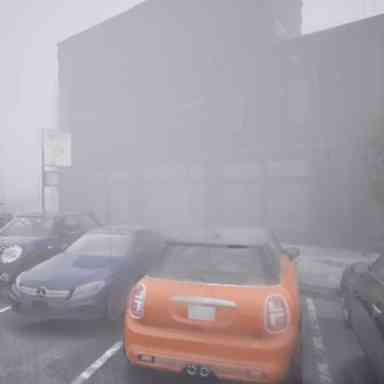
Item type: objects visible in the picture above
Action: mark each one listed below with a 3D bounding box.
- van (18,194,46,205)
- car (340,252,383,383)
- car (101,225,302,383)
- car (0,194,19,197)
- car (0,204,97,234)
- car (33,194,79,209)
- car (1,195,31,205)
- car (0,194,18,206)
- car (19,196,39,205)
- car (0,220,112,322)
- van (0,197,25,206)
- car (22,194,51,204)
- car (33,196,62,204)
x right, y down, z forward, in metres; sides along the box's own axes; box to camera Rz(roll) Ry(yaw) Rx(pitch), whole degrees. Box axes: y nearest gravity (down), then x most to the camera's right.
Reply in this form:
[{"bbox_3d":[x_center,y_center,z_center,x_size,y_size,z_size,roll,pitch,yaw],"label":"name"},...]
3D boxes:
[{"bbox_3d":[-29.712,1.357,61.752,4.442,1.987,1.878,-1,0,14],"label":"van"},{"bbox_3d":[3.115,1.339,3.866,2.185,1.767,4.553,0,-1,16],"label":"car"},{"bbox_3d":[0.687,1.347,5.630,2.185,1.767,4.553,0,-1,16],"label":"car"},{"bbox_3d":[-24.146,1.315,39.645,5.566,2.045,2.435,0,0,15],"label":"car"},{"bbox_3d":[-4.145,1.366,9.217,2.185,1.767,4.553,0,-1,16],"label":"car"},{"bbox_3d":[-19.187,1.287,46.967,5.566,2.045,2.435,1,1,14],"label":"car"},{"bbox_3d":[-31.334,1.466,59.247,4.553,1.767,2.185,-1,-1,14],"label":"car"},{"bbox_3d":[-32.985,1.348,56.744,5.566,2.045,2.435,-1,-1,14],"label":"car"},{"bbox_3d":[-22.531,1.586,42.076,4.792,1.488,2.163,1,1,14],"label":"car"},{"bbox_3d":[-1.729,1.522,7.424,2.002,1.452,4.674,0,-1,16],"label":"car"},{"bbox_3d":[-9.000,1.287,12.826,1.878,1.987,4.442,0,-1,16],"label":"van"},{"bbox_3d":[-20.860,1.296,44.526,5.566,2.045,2.435,0,1,14],"label":"car"},{"bbox_3d":[-27.893,1.573,64.225,4.892,1.521,2.231,-1,-1,14],"label":"car"}]
